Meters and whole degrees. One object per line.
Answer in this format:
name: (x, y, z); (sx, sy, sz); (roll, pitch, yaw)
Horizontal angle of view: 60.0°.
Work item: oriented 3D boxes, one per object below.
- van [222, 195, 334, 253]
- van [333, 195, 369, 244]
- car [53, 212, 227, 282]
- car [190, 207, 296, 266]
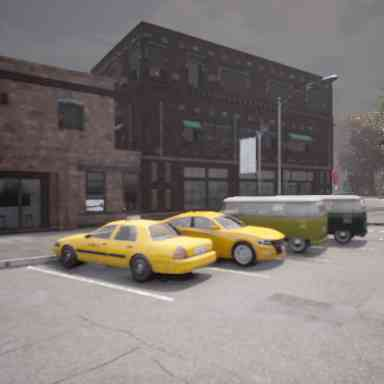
van: (2.983, 1.182, 13.264); (4.442, 1.987, 1.878); (-1, 0, 34)
van: (5.403, 1.143, 15.038); (4.442, 1.987, 1.878); (-1, 0, 34)
car: (-1.903, 1.476, 9.761); (5.366, 1.575, 1.946); (-1, 0, 34)
car: (0.670, 1.445, 11.438); (5.008, 1.535, 2.097); (-1, -1, 34)
